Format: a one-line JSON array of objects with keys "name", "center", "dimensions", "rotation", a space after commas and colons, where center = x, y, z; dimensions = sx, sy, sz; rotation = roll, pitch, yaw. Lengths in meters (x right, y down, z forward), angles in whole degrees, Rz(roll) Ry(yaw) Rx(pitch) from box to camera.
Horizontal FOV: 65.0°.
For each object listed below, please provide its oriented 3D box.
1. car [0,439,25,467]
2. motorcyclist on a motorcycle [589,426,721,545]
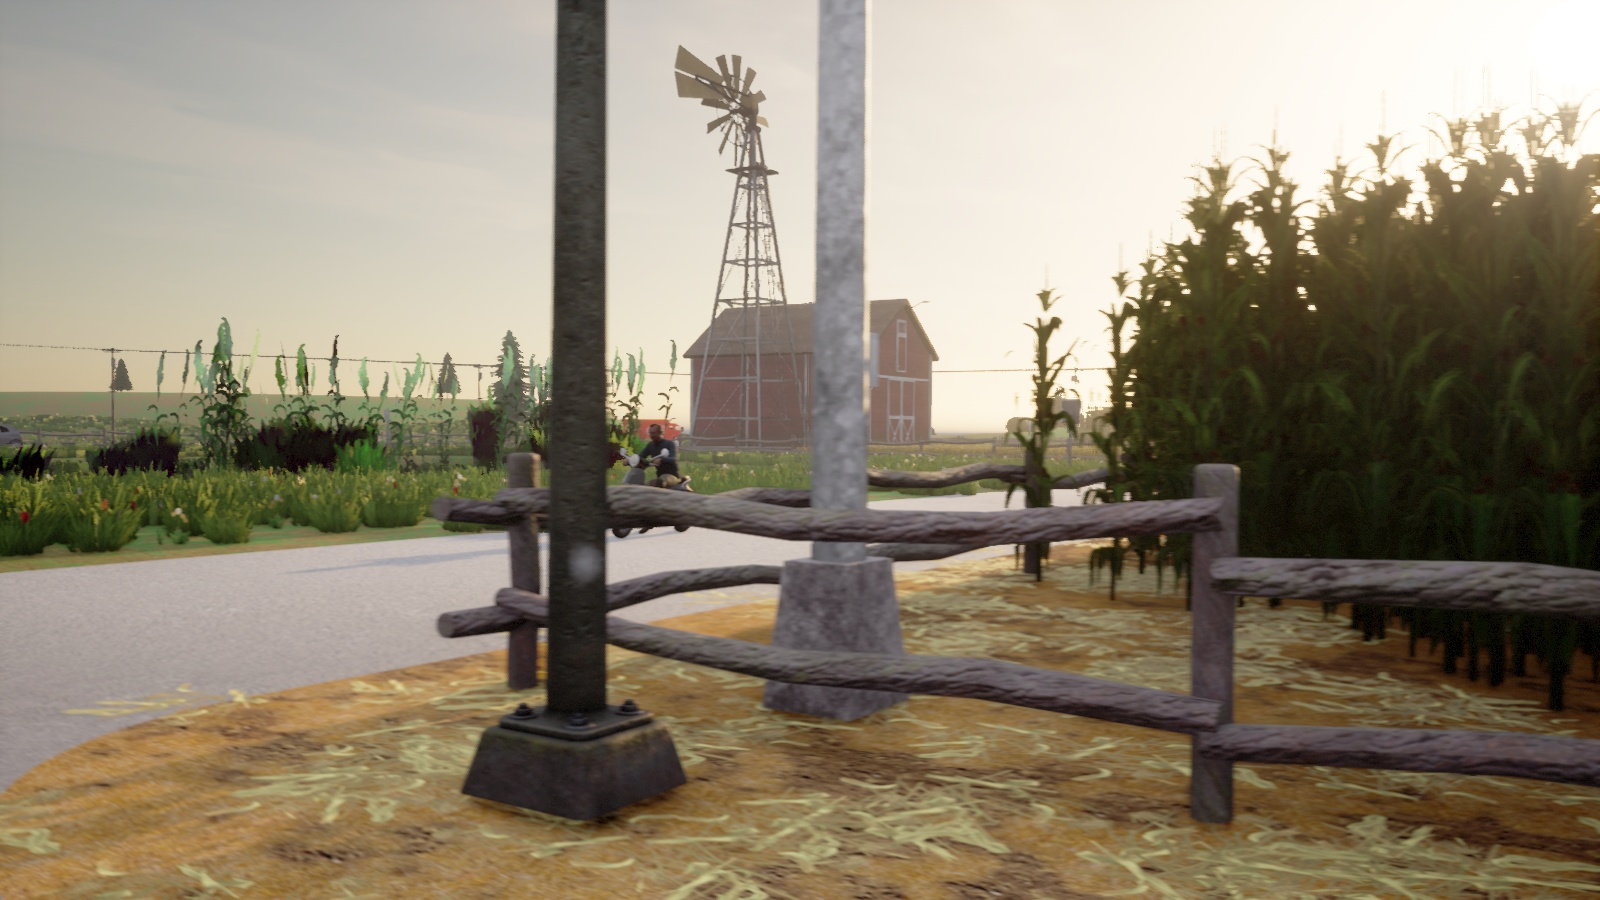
[{"name": "car", "center": [-44.709, 0.176, 68.533], "dimensions": [1.845, 1.501, 3.633], "rotation": [0, 1, 39]}, {"name": "motorcyclist on a motorcycle", "center": [-2.024, 0.455, 17.765], "dimensions": [0.866, 1.590, 1.817], "rotation": [0, 1, 33]}]
